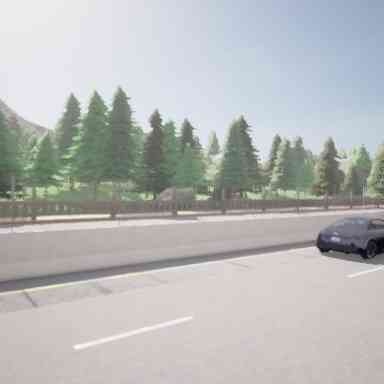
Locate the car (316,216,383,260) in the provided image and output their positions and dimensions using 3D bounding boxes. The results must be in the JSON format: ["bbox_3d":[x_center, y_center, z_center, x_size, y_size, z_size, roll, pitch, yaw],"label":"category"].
[{"bbox_3d":[6.731,1.647,12.910,4.181,1.385,1.994,0,0,-35],"label":"car"}]
